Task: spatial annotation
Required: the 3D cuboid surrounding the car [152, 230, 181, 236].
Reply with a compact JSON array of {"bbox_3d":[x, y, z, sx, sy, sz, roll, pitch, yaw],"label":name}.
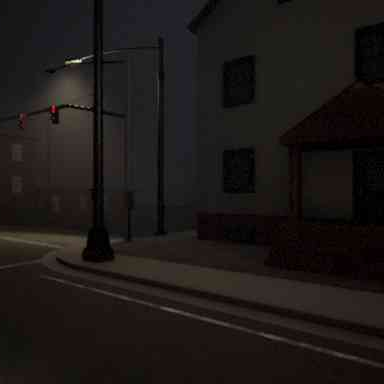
[{"bbox_3d":[-1.908,4.849,35.790,2.033,1.411,5.357,0,-15,36],"label":"car"}]
